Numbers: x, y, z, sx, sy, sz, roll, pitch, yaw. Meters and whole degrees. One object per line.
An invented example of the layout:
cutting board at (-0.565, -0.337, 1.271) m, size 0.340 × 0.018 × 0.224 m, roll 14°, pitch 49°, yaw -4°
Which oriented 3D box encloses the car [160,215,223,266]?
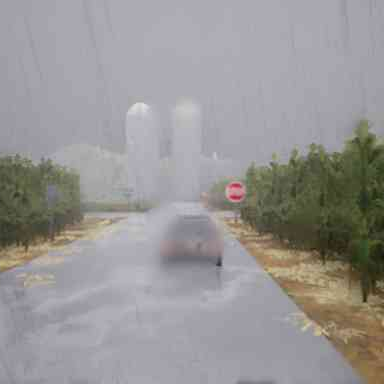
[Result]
car at (0.017, 1.489, 11.312) m, size 2.033 × 1.411 × 5.357 m, roll 0°, pitch 1°, yaw 1°
